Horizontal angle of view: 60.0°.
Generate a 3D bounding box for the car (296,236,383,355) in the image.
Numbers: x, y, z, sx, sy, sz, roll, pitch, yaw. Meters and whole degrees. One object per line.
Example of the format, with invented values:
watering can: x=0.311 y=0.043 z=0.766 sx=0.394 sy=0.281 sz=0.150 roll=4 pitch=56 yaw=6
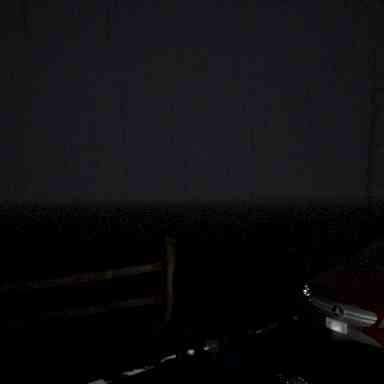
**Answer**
car: x=3.814 y=1.481 z=5.657 sx=4.674 sy=1.442 sz=1.812 roll=0 pitch=0 yaw=-34
